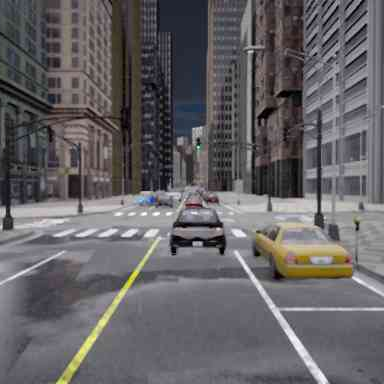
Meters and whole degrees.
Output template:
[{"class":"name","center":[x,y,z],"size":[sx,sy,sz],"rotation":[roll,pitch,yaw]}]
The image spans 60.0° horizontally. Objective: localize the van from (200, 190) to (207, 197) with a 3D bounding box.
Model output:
[{"class":"van","center":[2.982,0.261,86.055],"size":[1.690,1.788,3.998],"rotation":[0,1,0]}]

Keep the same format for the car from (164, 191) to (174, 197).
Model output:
[{"class":"car","center":[-5.572,0.538,80.569],"size":[2.008,1.369,4.403],"rotation":[0,1,0]}]

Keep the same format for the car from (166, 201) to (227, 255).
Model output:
[{"class":"car","center":[0.249,1.326,12.506],"size":[2.128,1.511,4.902],"rotation":[0,1,2]}]

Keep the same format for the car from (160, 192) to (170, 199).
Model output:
[{"class":"car","center":[-5.601,0.704,69.520],"size":[1.802,1.307,4.206],"rotation":[0,1,0]}]

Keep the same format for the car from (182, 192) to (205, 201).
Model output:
[{"class":"car","center":[0.196,1.063,38.798],"size":[1.994,1.385,4.181],"rotation":[0,1,0]}]

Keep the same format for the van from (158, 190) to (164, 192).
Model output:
[{"class":"van","center":[-5.631,0.598,58.468],"size":[1.690,1.788,3.998],"rotation":[0,1,0]}]

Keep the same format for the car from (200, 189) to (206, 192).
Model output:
[{"class":"car","center":[2.933,0.713,64.127],"size":[1.752,1.417,4.829],"rotation":[0,1,0]}]

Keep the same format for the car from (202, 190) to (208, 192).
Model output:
[{"class":"car","center":[2.908,0.869,52.907],"size":[1.887,1.381,4.507],"rotation":[0,1,0]}]

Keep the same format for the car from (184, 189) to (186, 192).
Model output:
[{"class":"car","center":[-2.826,0.605,69.834],"size":[1.837,1.490,4.892],"rotation":[0,1,0]}]

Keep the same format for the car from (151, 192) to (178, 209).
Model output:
[{"class":"car","center":[-3.002,1.066,37.242],"size":[2.033,1.411,5.357],"rotation":[0,1,0]}]

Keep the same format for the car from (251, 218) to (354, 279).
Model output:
[{"class":"car","center":[2.791,1.399,9.462],"size":[1.752,1.417,4.829],"rotation":[0,1,0]}]

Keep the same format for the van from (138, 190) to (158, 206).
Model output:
[{"class":"van","center":[-5.675,0.802,41.895],"size":[1.690,1.788,3.998],"rotation":[0,1,0]}]

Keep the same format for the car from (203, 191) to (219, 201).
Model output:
[{"class":"car","center":[2.895,0.937,47.382],"size":[1.887,1.381,4.507],"rotation":[0,1,0]}]

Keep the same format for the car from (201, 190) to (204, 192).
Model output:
[{"class":"car","center":[2.920,0.801,58.432],"size":[1.887,1.381,4.507],"rotation":[0,1,0]}]

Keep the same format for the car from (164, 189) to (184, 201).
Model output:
[{"class":"car","center":[-2.923,0.530,54.402],"size":[2.150,2.045,5.566],"rotation":[0,0,1]}]

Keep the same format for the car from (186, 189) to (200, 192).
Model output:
[{"class":"car","center":[0.186,0.585,74.597],"size":[2.128,1.511,4.902],"rotation":[0,1,0]}]

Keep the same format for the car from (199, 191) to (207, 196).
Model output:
[{"class":"car","center":[2.995,0.404,91.583],"size":[2.008,1.369,4.403],"rotation":[0,1,0]}]
